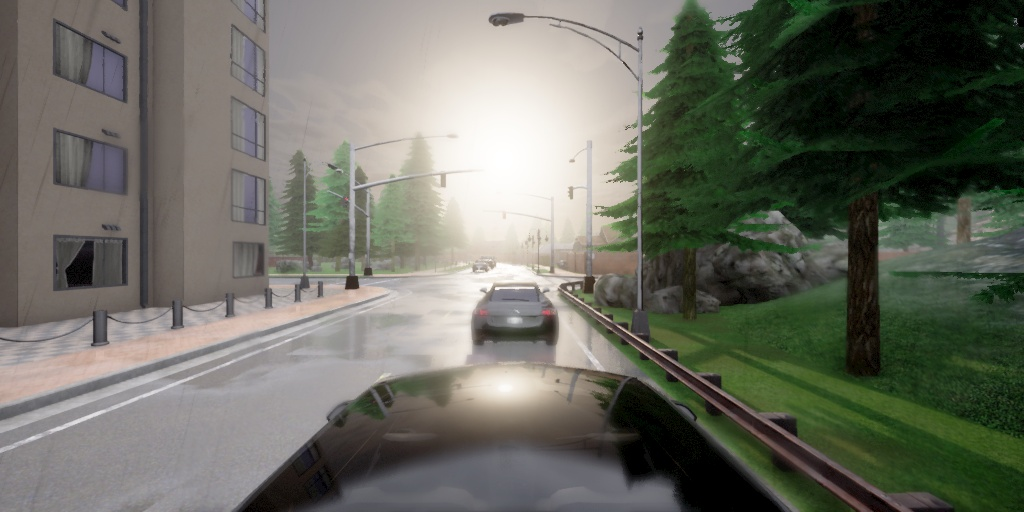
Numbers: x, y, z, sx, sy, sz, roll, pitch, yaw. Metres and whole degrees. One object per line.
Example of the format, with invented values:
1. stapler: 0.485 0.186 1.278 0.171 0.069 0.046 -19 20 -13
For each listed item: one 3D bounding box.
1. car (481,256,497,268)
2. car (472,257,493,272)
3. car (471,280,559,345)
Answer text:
1. car: -3.976 0.942 56.163 2.150 2.045 5.566 0 0 0
2. car: -3.934 1.212 45.556 2.128 1.511 4.902 0 0 0
3. car: 0.083 1.314 9.468 1.994 1.385 4.181 0 0 1
